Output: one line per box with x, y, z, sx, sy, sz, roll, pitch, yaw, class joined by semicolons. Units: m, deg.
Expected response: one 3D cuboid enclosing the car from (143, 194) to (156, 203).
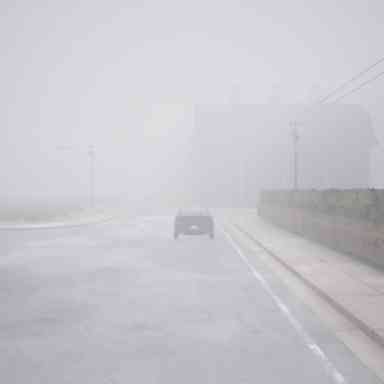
-7.968;1.244;62.798;1.837;1.490;4.892;0;0;1;car

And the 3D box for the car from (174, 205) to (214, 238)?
0.095;1.406;17.216;1.882;1.535;5.008;0;0;0;car
